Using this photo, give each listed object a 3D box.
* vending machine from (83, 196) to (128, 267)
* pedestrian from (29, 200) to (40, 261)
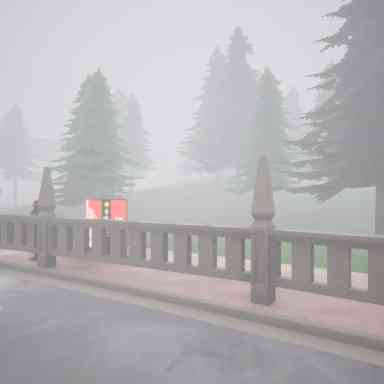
[{"bbox_3d":[-2.763,1.195,10.700,0.880,2.100,1.100,0,0,30],"label":"vending machine"},{"bbox_3d":[-4.736,1.142,10.126,0.375,1.860,0.375,0,0,30],"label":"pedestrian"}]
